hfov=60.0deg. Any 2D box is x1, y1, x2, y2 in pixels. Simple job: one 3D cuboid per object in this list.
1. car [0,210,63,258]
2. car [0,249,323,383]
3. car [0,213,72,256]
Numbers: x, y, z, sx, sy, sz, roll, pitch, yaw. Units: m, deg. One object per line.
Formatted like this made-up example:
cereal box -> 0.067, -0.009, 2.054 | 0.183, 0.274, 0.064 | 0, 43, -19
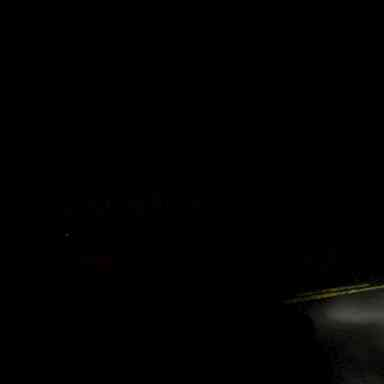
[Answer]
car -> -6.904, 1.436, 11.591 | 4.181, 1.385, 1.994 | 0, 0, -32
car -> -0.883, 1.461, 2.917 | 4.902, 1.511, 2.128 | 0, 0, -33
car -> -5.594, 1.396, 8.333 | 4.902, 1.511, 2.128 | 0, 0, -33
